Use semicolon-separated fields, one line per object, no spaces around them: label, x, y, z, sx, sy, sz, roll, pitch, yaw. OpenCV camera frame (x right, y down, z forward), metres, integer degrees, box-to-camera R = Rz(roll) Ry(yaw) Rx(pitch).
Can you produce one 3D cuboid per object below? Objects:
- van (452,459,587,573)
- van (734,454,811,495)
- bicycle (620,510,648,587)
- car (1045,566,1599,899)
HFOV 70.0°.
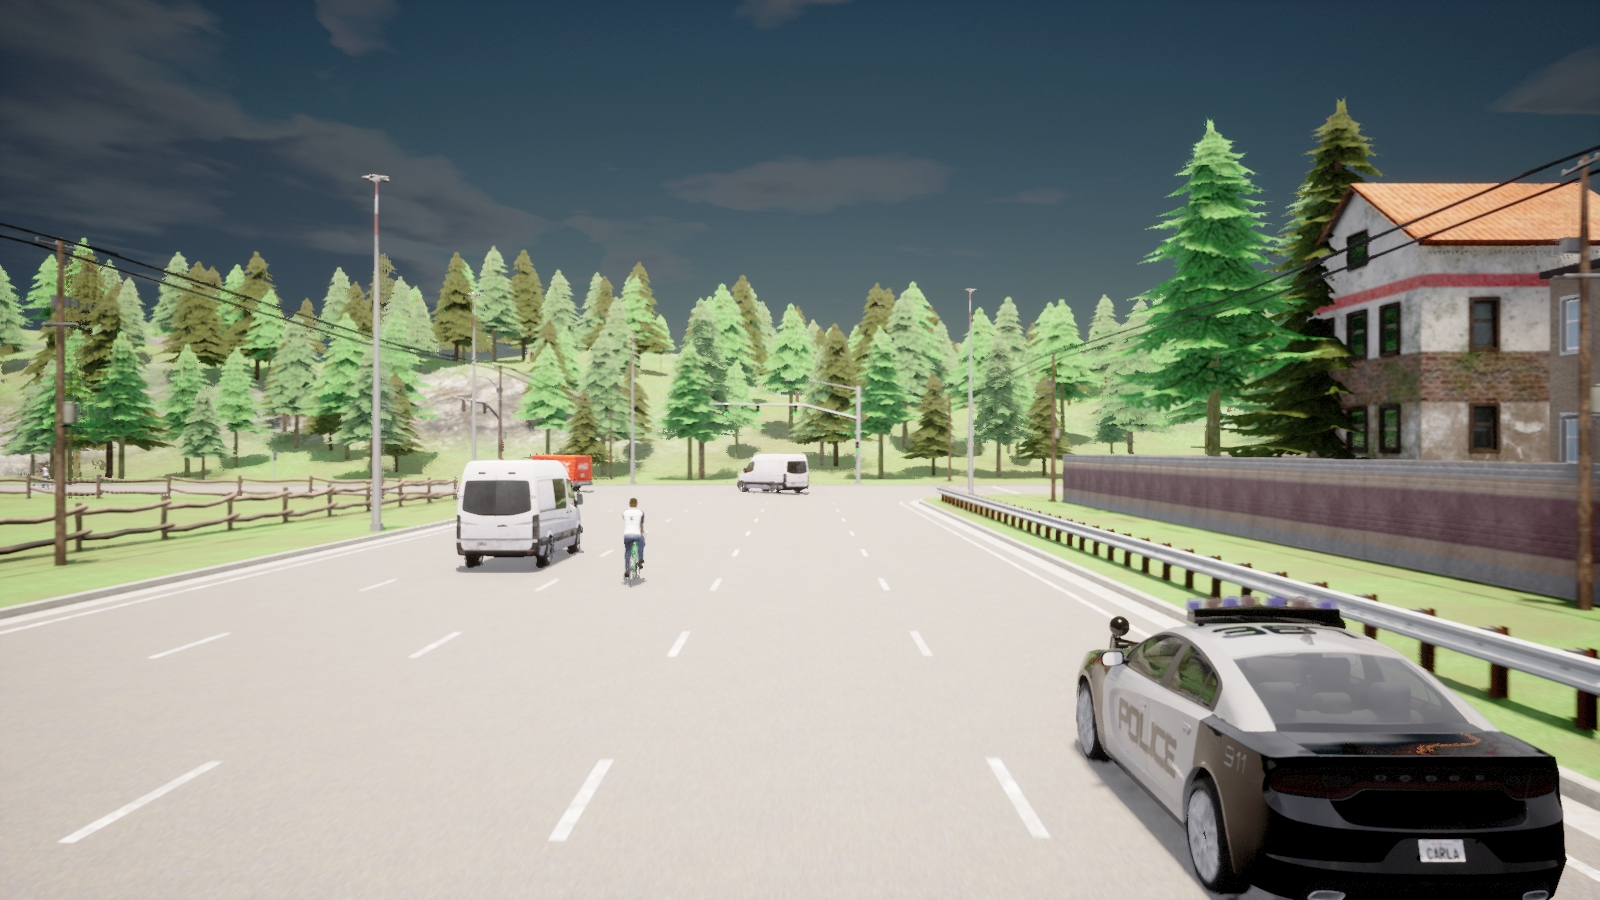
van;-6.994;1.536;29.210;1.988;2.561;5.915;0;0;0
van;-1.888;1.538;74.639;1.988;2.561;5.915;1;0;-36
bicycle;-3.499;2.057;24.153;0.373;1.496;1.643;0;0;0
car;3.501;1.983;8.817;2.097;1.638;5.238;0;0;0
